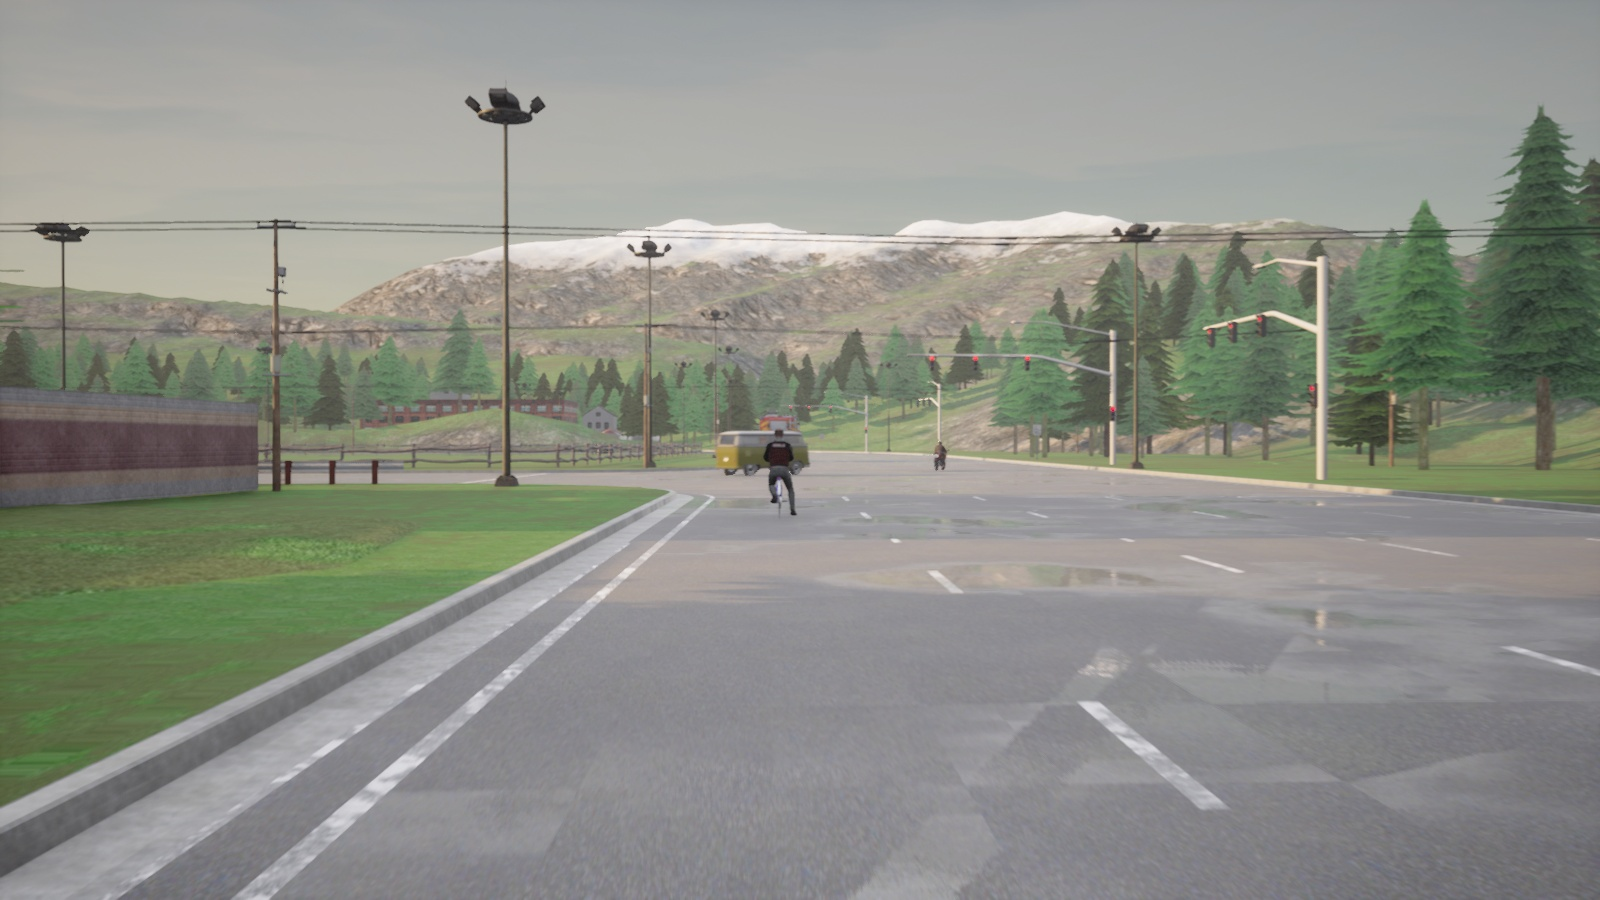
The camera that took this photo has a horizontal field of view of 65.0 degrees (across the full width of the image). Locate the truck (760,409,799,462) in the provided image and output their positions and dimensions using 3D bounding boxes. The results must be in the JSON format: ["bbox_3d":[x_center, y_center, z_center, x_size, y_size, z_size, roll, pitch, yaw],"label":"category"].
[{"bbox_3d":[-1.572,-1.083,96.144,2.891,3.827,8.468,0,0,-1],"label":"truck"}]

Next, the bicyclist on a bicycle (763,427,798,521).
[{"bbox_3d":[-0.389,0.446,24.722,0.659,1.776,1.843,0,1,-1],"label":"bicyclist on a bicycle"}]

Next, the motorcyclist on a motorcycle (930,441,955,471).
[{"bbox_3d":[7.236,0.289,63.845,0.797,1.523,2.044,-1,0,19],"label":"motorcyclist on a motorcycle"}]

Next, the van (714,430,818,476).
[{"bbox_3d":[-1.494,0.114,55.621,4.442,1.987,1.775,0,1,-39],"label":"van"}]
